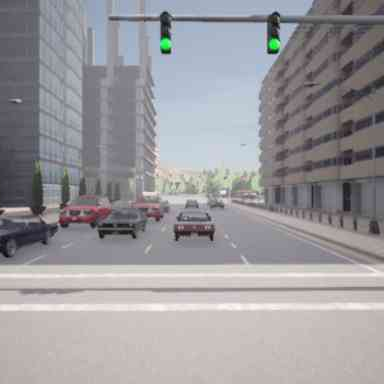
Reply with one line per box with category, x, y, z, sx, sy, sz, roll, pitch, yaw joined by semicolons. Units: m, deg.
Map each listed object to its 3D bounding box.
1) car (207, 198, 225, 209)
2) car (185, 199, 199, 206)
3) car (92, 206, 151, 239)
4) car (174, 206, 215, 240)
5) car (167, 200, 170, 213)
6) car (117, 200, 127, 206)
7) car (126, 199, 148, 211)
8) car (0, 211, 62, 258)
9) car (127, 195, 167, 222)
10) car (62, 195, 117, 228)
car;3.512;1.714;47.165;1.895;1.301;4.718;0;0;0
car;0.013;1.679;47.957;1.994;1.385;4.181;0;0;0
car;-3.581;1.633;17.787;1.895;1.301;4.718;0;0;0
car;0.105;1.631;17.146;1.895;1.301;4.718;0;0;0
car;-3.491;1.578;37.770;2.128;1.511;4.902;0;0;0
car;-7.019;1.550;32.589;1.882;1.535;5.008;0;0;1
car;-6.989;1.648;42.851;2.033;1.411;5.357;0;0;0
car;-7.091;1.620;13.022;1.895;1.301;4.718;0;0;0
car;-3.561;1.280;27.548;2.150;2.045;5.566;0;0;0
car;-7.079;1.267;22.785;2.150;2.045;5.566;0;0;0
